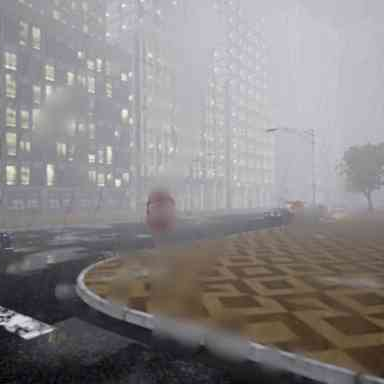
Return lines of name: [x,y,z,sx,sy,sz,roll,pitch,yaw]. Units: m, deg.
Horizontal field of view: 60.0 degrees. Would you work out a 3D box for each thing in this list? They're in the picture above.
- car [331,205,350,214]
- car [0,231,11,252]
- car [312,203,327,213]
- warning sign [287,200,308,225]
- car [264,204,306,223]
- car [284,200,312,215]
car: [22.628,2.555,50.442,1.895,1.301,4.718,-1,-2,36]
car: [-9.175,1.752,12.484,1.994,1.385,4.181,-2,-2,36]
car: [19.772,2.504,52.201,2.128,1.511,4.902,-1,-2,36]
warning sign: [8.363,1.567,26.270,1.300,1.860,1.060,0,0,36]
car: [8.516,2.116,31.150,2.033,1.411,5.357,-1,-2,36]
car: [13.498,2.061,43.563,2.150,2.045,5.566,-1,-2,36]
